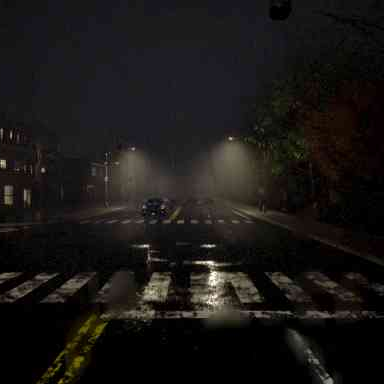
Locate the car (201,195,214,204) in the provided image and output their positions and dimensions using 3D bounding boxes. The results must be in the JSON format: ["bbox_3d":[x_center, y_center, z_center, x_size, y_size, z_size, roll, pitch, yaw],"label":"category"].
[{"bbox_3d":[3.199,1.577,63.217,1.895,1.301,4.718,0,0,0],"label":"car"}]

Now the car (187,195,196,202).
[{"bbox_3d":[-0.168,1.511,74.659,2.033,1.411,5.357,0,0,0],"label":"car"}]

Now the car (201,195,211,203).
[{"bbox_3d":[3.072,1.495,73.222,2.128,1.511,4.902,0,0,0],"label":"car"}]

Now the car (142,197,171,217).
[{"bbox_3d":[-3.426,1.342,31.534,2.097,1.767,4.553,0,0,0],"label":"car"}]

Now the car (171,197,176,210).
[{"bbox_3d":[-3.449,1.550,41.543,1.994,1.385,4.181,0,0,0],"label":"car"}]

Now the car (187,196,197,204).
[{"bbox_3d":[-0.057,1.577,64.460,1.895,1.301,4.718,0,0,0],"label":"car"}]

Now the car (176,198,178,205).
[{"bbox_3d":[-3.465,1.580,57.953,1.895,1.301,4.718,0,0,0],"label":"car"}]
